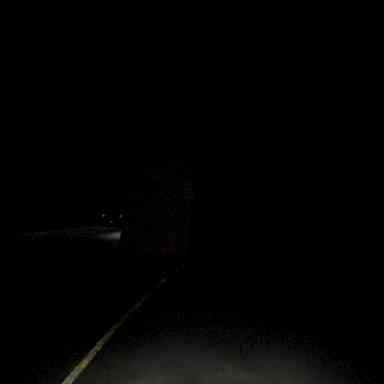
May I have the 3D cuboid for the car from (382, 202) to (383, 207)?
[{"bbox_3d":[28.854,1.670,46.119,4.718,1.301,1.895,0,0,-18],"label":"car"}]

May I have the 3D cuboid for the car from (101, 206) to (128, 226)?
[{"bbox_3d":[-4.030,1.616,23.222,1.895,1.301,4.718,0,0,32],"label":"car"}]
